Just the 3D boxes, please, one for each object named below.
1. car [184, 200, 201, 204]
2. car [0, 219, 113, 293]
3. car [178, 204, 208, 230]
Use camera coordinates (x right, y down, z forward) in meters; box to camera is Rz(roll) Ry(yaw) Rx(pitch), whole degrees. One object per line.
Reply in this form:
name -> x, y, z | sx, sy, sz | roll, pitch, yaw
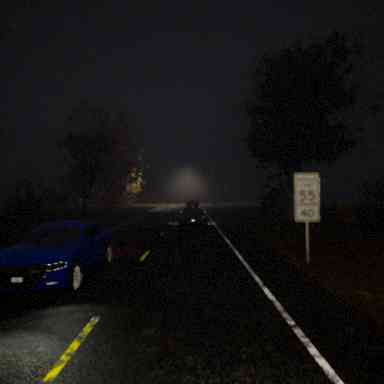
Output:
car -> 0.095, 1.821, 42.376 | 2.097, 1.767, 4.553 | 0, -1, 0
car -> -3.597, 1.568, 9.341 | 1.882, 1.535, 5.008 | 0, -1, 0
car -> 0.080, 1.803, 23.258 | 1.994, 1.385, 4.181 | 0, -1, 0
